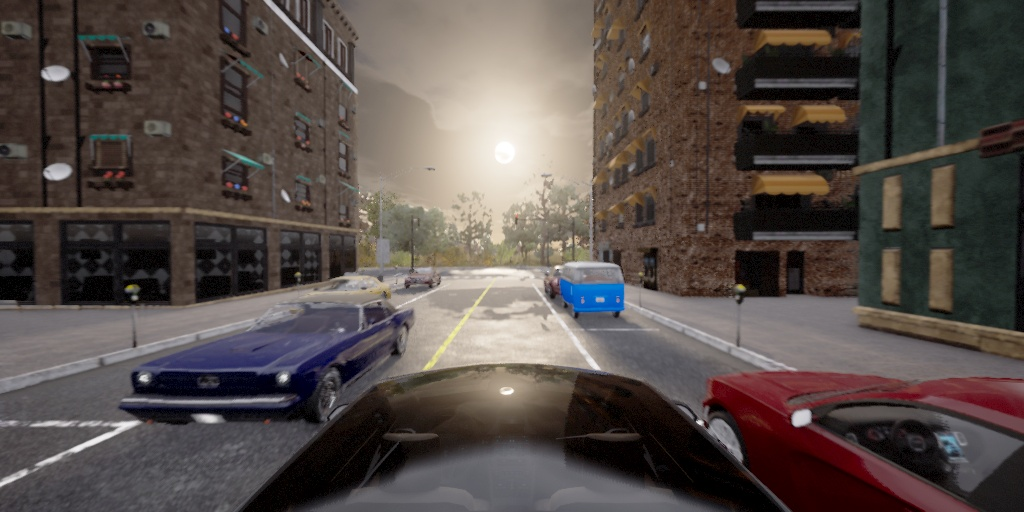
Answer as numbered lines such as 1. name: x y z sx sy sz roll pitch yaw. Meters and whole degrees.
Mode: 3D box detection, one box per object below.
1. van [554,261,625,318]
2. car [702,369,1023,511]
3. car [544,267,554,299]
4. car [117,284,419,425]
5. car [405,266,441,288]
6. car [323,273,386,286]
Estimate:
1. van: 2.692 1.102 12.731 1.690 1.789 3.998 0 0 0
2. car: 2.689 1.295 1.682 1.888 1.381 4.507 0 0 0
3. car: 2.693 1.206 18.255 1.967 1.591 4.097 0 0 0
4. car: -3.099 1.355 5.866 1.895 1.301 4.718 0 0 0
5. car: -5.784 1.353 23.726 1.802 1.307 4.207 0 0 0
6. car: -5.689 1.286 12.514 1.751 1.417 4.829 0 0 0
